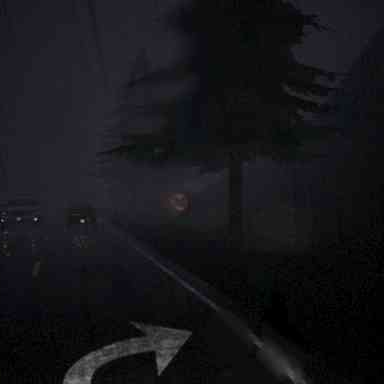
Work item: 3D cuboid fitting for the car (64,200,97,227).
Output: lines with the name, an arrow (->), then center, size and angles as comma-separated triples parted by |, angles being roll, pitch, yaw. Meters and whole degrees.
car -> -7.760, 1.562, 23.266 | 1.837, 1.490, 4.892 | -1, 1, -20

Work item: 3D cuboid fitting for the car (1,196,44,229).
car -> -11.714, 1.319, 23.290 | 2.150, 2.045, 5.566 | -1, 0, -20
